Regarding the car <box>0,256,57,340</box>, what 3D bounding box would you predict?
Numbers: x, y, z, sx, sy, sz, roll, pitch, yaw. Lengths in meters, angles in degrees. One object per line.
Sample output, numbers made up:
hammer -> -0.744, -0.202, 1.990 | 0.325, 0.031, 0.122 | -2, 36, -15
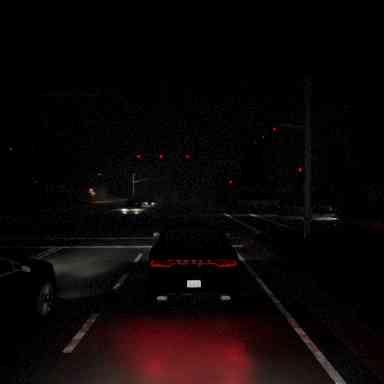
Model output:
car -> -3.468, 1.492, 4.386 | 2.128, 1.511, 4.902 | 0, 0, 0

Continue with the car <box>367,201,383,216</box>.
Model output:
car -> 20.023, 1.601, 32.610 | 4.718, 1.301, 1.895 | 0, 0, -2

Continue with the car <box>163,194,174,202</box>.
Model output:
car -> -5.416, 1.533, 74.542 | 2.033, 1.411, 5.357 | 0, 0, -1

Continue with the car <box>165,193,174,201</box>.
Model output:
car -> -5.689, 1.269, 85.147 | 2.097, 1.767, 4.553 | 0, 0, -1

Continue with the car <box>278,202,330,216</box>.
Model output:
car -> 10.865, 1.601, 32.348 | 4.718, 1.301, 1.895 | 0, 0, -2

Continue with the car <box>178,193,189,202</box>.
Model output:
car -> -1.901, 1.225, 74.242 | 2.150, 2.045, 5.566 | 0, 0, -1

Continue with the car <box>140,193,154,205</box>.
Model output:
car -> -8.600, 1.224, 59.494 | 2.150, 2.045, 5.566 | 0, 0, -1

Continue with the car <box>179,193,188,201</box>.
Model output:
car -> -2.183, 1.225, 84.975 | 2.150, 2.045, 5.566 | 0, 0, -1

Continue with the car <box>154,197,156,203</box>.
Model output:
car -> -8.809, 1.552, 70.334 | 1.994, 1.385, 4.181 | 0, 0, -1

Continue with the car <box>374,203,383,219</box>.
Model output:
car -> 17.108, 1.491, 25.344 | 4.902, 1.511, 2.128 | 0, 0, -1

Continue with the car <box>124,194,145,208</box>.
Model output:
car -> -8.307, 1.477, 47.115 | 1.882, 1.535, 5.008 | 0, 0, -1

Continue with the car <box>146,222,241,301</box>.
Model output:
car -> 0.001, 1.478, 8.378 | 1.882, 1.535, 5.008 | 0, 0, -1

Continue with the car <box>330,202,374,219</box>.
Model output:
car -> 14.761, 1.564, 28.959 | 4.181, 1.385, 1.994 | 0, 0, -2
